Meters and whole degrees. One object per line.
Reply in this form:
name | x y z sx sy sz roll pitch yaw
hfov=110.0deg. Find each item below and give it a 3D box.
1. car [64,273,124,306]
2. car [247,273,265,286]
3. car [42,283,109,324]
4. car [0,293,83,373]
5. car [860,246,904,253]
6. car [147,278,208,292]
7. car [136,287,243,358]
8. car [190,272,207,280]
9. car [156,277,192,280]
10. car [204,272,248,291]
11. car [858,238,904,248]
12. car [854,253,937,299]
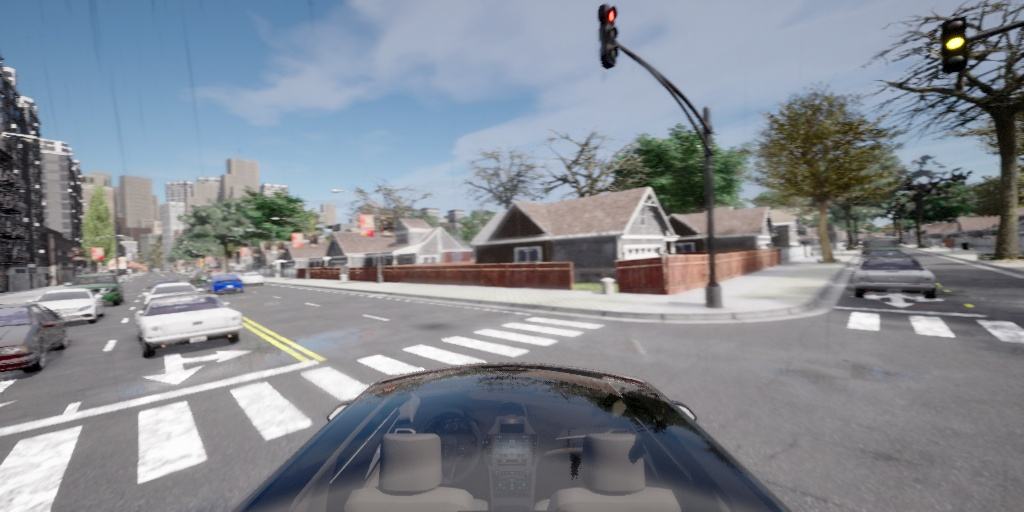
car | -26.423 2.165 22.834 2.150 2.045 5.566 -3 0 -45
car | -28.152 2.524 38.658 4.674 1.442 1.812 -3 0 45
car | -18.903 2.133 15.275 1.812 1.442 4.674 -3 0 -45
car | -11.892 1.839 8.230 5.357 1.411 2.033 -3 0 45
car | 20.863 0.358 20.077 4.181 1.385 1.994 -3 0 -45
car | -15.632 1.980 16.604 1.812 1.442 4.674 -3 0 -45
car | -9.161 1.764 10.094 4.718 1.301 1.895 -3 0 42
car | -37.336 2.763 43.263 2.097 1.767 4.553 -3 0 -45
car | -22.085 2.308 23.095 1.994 1.385 4.181 -3 0 -44
car | -23.475 2.276 29.357 1.882 1.535 5.008 -3 0 -45
car | 28.271 -0.321 27.520 2.150 2.045 5.566 -2 0 45
car | 13.728 0.719 13.016 1.895 1.301 4.718 -2 0 45
